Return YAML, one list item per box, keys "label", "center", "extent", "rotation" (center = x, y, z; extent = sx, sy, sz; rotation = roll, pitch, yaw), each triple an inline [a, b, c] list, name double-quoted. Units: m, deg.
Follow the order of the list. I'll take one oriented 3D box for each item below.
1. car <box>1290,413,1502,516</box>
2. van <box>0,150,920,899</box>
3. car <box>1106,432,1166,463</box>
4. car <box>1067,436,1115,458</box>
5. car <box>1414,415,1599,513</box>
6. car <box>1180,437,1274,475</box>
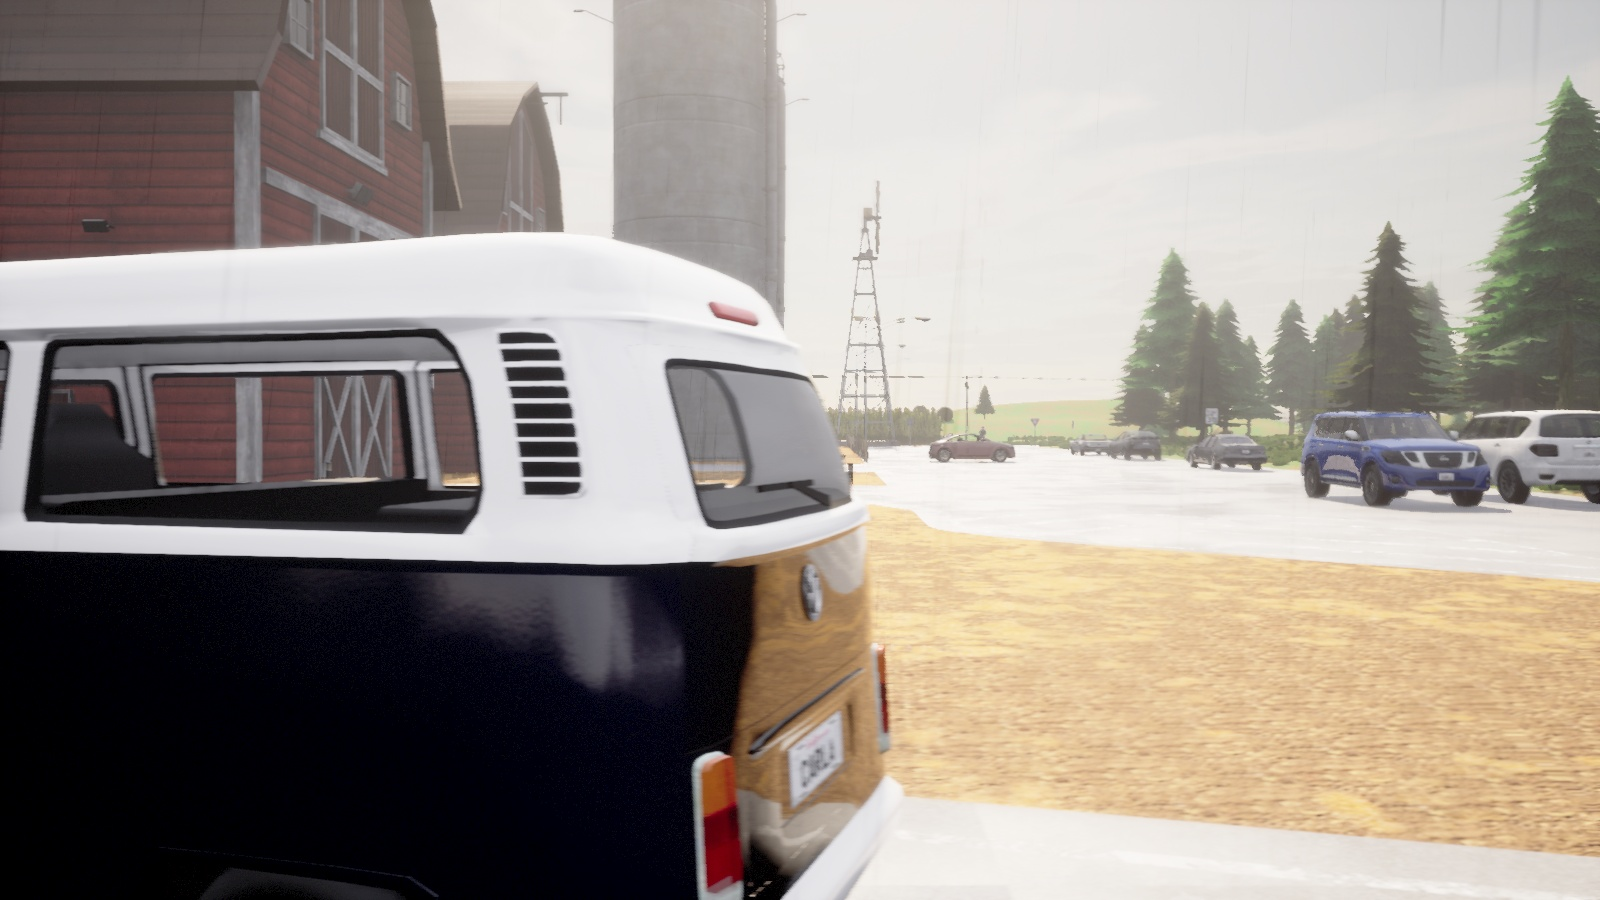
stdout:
- label: "car"
  center: [13.001, 0.235, 27.892]
  extent: [2.150, 2.045, 5.566]
  rotation: [1, 1, 1]
- label: "van"
  center: [-2.068, 0.472, 3.781]
  extent: [4.480, 2.038, 2.069]
  rotation: [1, 1, 18]
- label: "car"
  center: [17.419, -0.165, 65.249]
  extent: [2.007, 1.525, 4.514]
  rotation: [1, 1, 1]
- label: "car"
  center: [17.694, -0.209, 76.484]
  extent: [1.895, 1.301, 4.718]
  rotation: [1, 1, 1]
- label: "car"
  center: [16.527, 0.246, 28.918]
  extent: [2.150, 2.045, 5.566]
  rotation: [1, 1, 1]
- label: "car"
  center: [17.054, 0.196, 50.433]
  extent: [2.033, 1.411, 5.357]
  rotation: [1, 1, 1]
